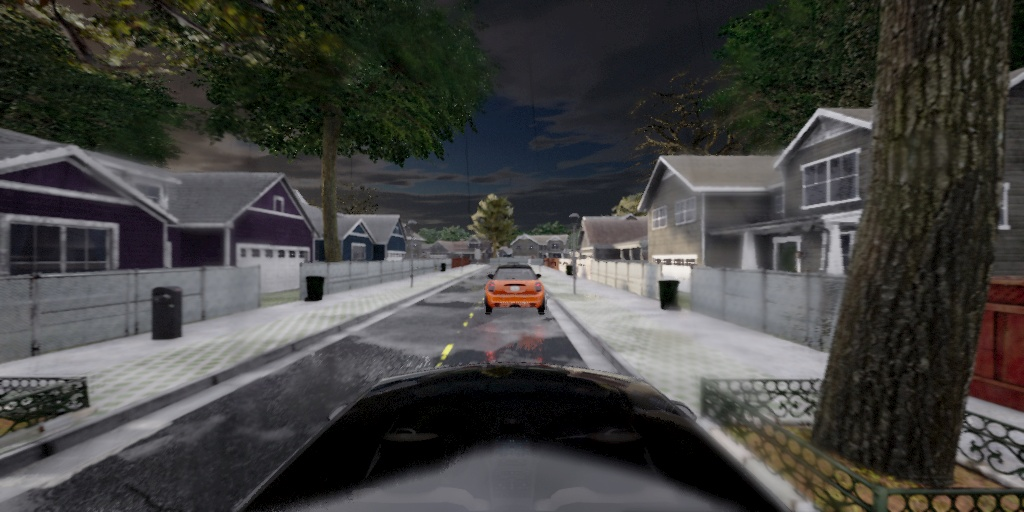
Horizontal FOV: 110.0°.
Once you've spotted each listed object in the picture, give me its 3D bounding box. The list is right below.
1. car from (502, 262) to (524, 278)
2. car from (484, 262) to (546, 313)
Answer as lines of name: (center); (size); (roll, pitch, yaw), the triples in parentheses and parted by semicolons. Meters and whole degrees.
car: (0.105, 1.316, 36.292); (2.033, 1.411, 5.357); (0, 0, 0)
car: (0.100, 1.107, 14.066); (2.097, 1.767, 4.553); (0, 0, 0)
